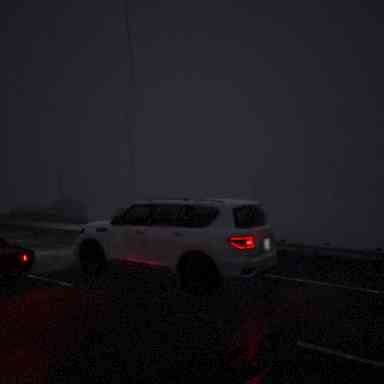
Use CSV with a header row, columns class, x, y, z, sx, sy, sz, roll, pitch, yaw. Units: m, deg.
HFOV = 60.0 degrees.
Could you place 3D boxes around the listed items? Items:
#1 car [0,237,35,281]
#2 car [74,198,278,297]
class,x,y,z,sx,sy,sz,roll,pitch,yaw
car,-6.144,1.544,8.237,4.718,1.301,1.895,0,0,31
car,-0.610,1.177,8.701,5.566,2.045,2.150,0,0,33
